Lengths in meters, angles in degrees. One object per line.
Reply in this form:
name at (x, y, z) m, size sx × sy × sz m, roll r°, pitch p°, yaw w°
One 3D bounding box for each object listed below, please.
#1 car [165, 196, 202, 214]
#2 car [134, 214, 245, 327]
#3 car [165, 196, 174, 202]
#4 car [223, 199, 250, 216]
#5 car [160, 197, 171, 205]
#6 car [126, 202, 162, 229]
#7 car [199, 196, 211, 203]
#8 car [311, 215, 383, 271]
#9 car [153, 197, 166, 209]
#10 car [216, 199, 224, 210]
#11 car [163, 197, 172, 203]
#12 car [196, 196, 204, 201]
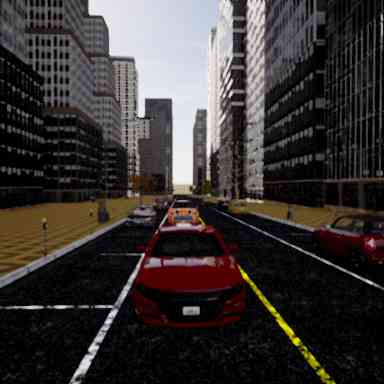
car at (-0.637, 1.385, 23.610) m, size 2.097 × 1.767 × 4.553 m, roll 0°, pitch 0°, yaw -2°
car at (-0.111, 1.487, 7.417) m, size 1.882 × 1.535 × 5.008 m, roll 0°, pitch 0°, yaw -2°
car at (-5.667, 1.704, 83.789) m, size 2.008 × 1.369 × 4.403 m, roll -1°, pitch 0°, yaw -2°
car at (4.655, 1.581, 33.697) m, size 1.752 × 1.417 × 4.829 m, roll -1°, pitch 0°, yaw -2°
car at (-4.798, 1.646, 61.306) m, size 1.887 × 1.381 × 4.507 m, roll -1°, pitch 0°, yaw -2°
car at (-3.278, 1.579, 21.960) m, size 2.008 × 1.369 × 4.403 m, roll -1°, pitch 0°, yaw -2°
car at (3.134, 1.661, 73.040) m, size 1.752 × 1.417 × 4.829 m, roll -1°, pitch 0°, yaw -2°
car at (5.528, 1.461, 11.043) m, size 1.967 × 1.590 × 4.097 m, roll -1°, pitch 0°, yaw -2°
car at (-4.149, 1.507, 44.444) m, size 1.967 × 1.590 × 4.097 m, roll -1°, pitch 0°, yaw -2°
car at (4.228, 1.642, 44.767) m, size 1.947 × 1.339 × 4.313 m, roll -1°, pitch 0°, yaw -2°
car at (-5.232, 1.708, 72.547) m, size 1.802 × 1.307 × 4.206 m, roll -1°, pitch 0°, yaw -2°
car at (2.274, 1.773, 95.354) m, size 1.802 × 1.307 × 4.206 m, roll -1°, pitch 0°, yaw -2°
